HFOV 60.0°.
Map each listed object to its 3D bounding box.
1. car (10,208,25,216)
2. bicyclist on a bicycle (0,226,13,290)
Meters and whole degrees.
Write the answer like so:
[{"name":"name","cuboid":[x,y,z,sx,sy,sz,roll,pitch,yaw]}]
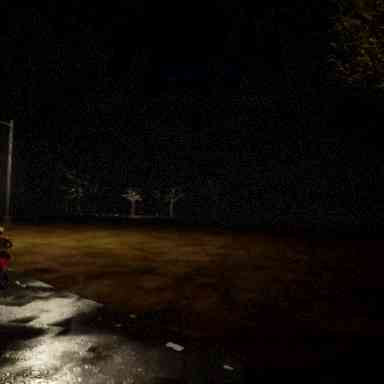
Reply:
[{"name":"car","cuboid":[-34.643,3.975,65.611,1.837,1.490,4.892,2,-3,-4]},{"name":"bicyclist on a bicycle","cuboid":[-5.208,1.727,8.927,1.509,1.612,0.866,-2,-3,43]}]
